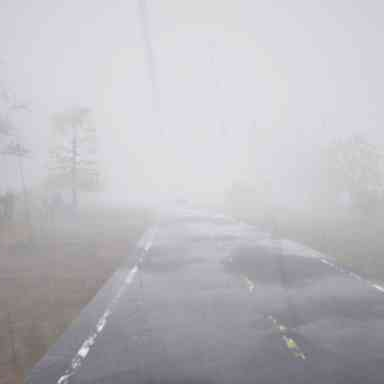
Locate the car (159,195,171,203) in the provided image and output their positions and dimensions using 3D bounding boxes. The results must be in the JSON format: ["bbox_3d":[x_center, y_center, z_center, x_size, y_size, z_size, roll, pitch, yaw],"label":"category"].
[{"bbox_3d":[-5.576,1.322,70.012,2.097,1.767,4.553,0,0,-15],"label":"car"}]

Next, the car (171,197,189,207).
[{"bbox_3d":[-1.741,1.487,52.488,1.837,1.490,4.892,0,0,-10],"label":"car"}]

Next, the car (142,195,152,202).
[{"bbox_3d":[-10.316,1.459,76.227,1.837,1.490,4.892,0,0,-15],"label":"car"}]
